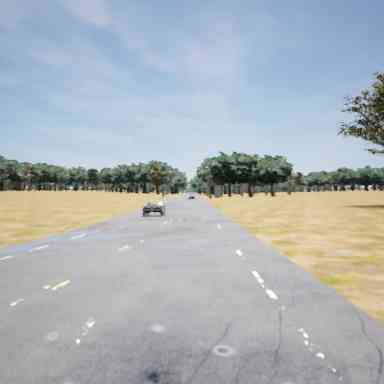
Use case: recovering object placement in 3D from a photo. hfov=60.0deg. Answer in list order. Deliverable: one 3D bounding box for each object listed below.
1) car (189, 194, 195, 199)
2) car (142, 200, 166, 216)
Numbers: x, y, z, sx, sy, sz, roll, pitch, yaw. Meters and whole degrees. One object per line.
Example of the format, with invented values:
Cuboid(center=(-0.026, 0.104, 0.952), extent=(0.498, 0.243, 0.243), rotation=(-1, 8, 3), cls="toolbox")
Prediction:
Cuboid(center=(0.005, 1.444, 91.330), extent=(1.895, 1.301, 4.718), rotation=(0, 0, 0), cls="car")
Cuboid(center=(-3.499, 1.457, 31.385), extent=(1.895, 1.301, 4.718), rotation=(0, 0, 0), cls="car")
